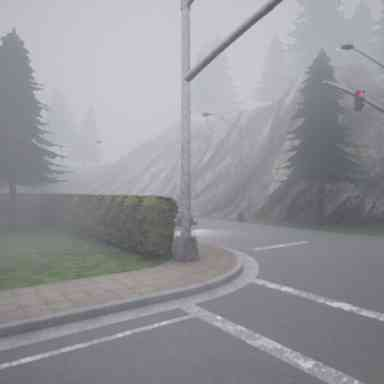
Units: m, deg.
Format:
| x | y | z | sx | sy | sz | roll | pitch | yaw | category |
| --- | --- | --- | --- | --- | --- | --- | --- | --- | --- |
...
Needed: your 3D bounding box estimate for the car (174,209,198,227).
| x | y | z | sx | sy | sz | roll | pitch | yaw | category |
| --- | --- | --- | --- | --- | --- | --- | --- | --- | --- |
| -1.860 | 1.539 | 21.647 | 2.033 | 1.411 | 5.357 | 0 | 0 | -36 | car |
